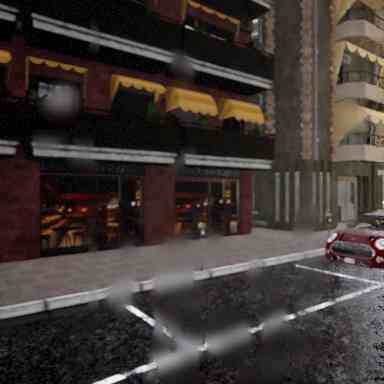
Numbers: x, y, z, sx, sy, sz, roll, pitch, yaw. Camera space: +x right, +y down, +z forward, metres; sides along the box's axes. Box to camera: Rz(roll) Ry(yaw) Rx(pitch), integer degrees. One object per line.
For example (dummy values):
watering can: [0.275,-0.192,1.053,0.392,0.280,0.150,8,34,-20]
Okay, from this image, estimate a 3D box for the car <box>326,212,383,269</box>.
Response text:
car: [5.985,1.363,10.371,4.097,1.590,1.967,0,1,-36]
